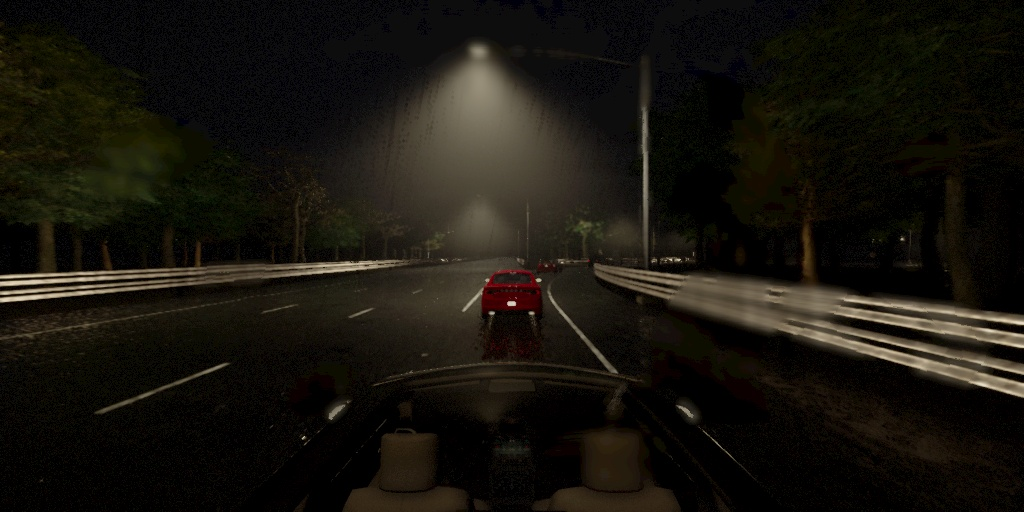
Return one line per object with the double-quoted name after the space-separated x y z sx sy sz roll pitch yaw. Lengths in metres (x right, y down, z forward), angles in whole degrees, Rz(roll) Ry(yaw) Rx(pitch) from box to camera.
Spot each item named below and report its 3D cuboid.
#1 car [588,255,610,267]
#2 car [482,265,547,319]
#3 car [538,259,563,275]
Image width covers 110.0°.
14.668 0.879 60.525 2.150 2.045 5.566 0 0 34 "car"
0.045 1.231 12.783 1.882 1.535 5.008 0 0 1 "car"
4.210 1.053 38.964 2.097 1.767 4.553 0 0 18 "car"
